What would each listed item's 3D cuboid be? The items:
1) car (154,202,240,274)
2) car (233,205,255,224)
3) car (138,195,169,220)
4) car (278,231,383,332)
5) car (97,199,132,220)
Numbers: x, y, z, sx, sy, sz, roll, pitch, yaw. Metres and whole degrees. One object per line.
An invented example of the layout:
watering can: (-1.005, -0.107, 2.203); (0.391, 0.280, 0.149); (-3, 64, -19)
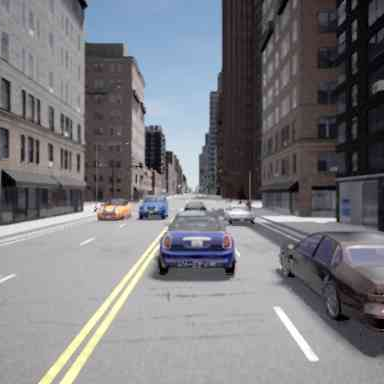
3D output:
car: (0.147, 1.370, 10.814); (2.097, 1.767, 4.553); (0, 0, 0)
car: (3.485, 1.650, 25.248); (1.895, 1.301, 4.718); (0, 0, 0)
car: (-3.181, 1.263, 28.693); (2.150, 2.045, 5.566); (0, 0, 0)
car: (3.370, 1.567, 7.207); (2.033, 1.411, 5.357); (0, 0, 1)
car: (-6.433, 1.385, 27.936); (2.097, 1.767, 4.553); (0, 0, 0)
